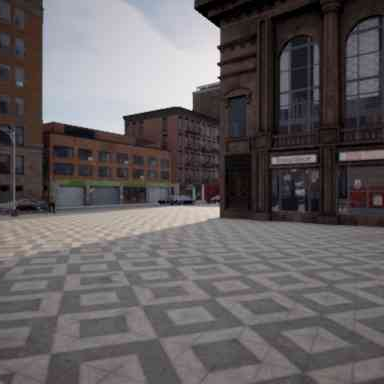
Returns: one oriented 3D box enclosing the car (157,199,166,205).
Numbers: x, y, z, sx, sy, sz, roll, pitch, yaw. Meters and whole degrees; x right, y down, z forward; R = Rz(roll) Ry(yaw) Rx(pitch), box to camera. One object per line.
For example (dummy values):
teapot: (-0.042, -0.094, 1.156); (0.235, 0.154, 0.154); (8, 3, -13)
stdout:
car: (-3.432, 1.518, 54.214); (1.895, 1.301, 4.718); (0, 0, 36)

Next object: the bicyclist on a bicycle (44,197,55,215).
bicyclist on a bicycle: (-13.015, 1.262, 30.369); (1.656, 1.620, 0.582); (0, 0, 36)

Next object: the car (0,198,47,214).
car: (-17.657, 1.436, 34.590); (2.128, 1.511, 4.902); (0, 0, 36)

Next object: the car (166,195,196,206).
car: (-1.373, 1.278, 51.787); (2.097, 1.767, 4.553); (0, 0, 36)

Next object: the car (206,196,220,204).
car: (4.448, 1.419, 59.941); (1.837, 1.490, 4.892); (0, 0, 36)
